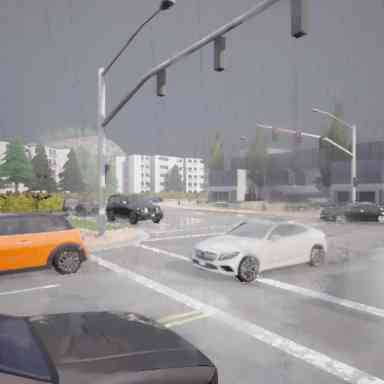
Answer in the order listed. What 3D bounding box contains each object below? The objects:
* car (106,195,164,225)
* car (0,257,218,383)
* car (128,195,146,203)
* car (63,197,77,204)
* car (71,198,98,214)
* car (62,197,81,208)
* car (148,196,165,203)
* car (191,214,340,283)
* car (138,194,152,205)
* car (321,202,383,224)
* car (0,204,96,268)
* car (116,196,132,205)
[{"bbox_3d":[-4.385,1.221,24.540,2.150,2.045,5.566,0,0,-39],"label":"car"},{"bbox_3d":[-2.305,1.547,2.121,5.357,1.411,2.033,0,0,-35],"label":"car"},{"bbox_3d":[-11.290,1.477,68.931,1.882,1.535,5.008,0,0,14],"label":"car"},{"bbox_3d":[-14.395,1.526,39.718,1.812,1.442,4.674,0,0,-24],"label":"car"},{"bbox_3d":[-9.923,1.564,32.145,1.994,1.385,4.181,0,0,-34],"label":"car"},{"bbox_3d":[-17.810,1.492,49.333,2.128,1.511,4.902,0,0,-13],"label":"car"},{"bbox_3d":[-7.535,1.556,70.634,1.994,1.385,4.181,0,0,17],"label":"car"},{"bbox_3d":[2.153,1.526,9.839,4.674,1.442,1.812,0,0,-36],"label":"car"},{"bbox_3d":[-8.519,1.352,60.748,2.097,1.767,4.553,0,0,-2],"label":"car"},{"bbox_3d":[11.862,1.507,24.017,4.892,1.490,1.837,0,3,-1],"label":"car"},{"bbox_3d":[-5.231,1.352,8.860,4.553,1.767,2.097,0,0,-36],"label":"car"},{"bbox_3d":[-11.975,1.492,58.899,2.128,1.511,4.902,0,0,-4],"label":"car"}]
